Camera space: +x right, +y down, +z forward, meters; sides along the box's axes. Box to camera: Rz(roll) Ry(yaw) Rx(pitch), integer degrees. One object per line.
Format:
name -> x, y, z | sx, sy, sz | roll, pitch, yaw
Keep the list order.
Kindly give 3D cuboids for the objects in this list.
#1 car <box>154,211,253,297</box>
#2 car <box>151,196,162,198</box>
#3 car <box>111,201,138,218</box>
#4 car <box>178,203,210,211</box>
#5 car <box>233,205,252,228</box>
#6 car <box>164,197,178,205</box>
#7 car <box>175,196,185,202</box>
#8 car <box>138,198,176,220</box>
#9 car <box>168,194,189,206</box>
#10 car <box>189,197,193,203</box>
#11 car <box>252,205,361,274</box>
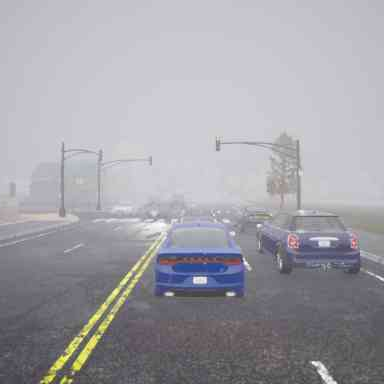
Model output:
car -> 0.167, 1.483, 8.628 | 1.882, 1.535, 5.008 | 0, 0, 0
car -> -5.260, 1.428, 47.949 | 2.097, 1.767, 4.553 | 0, 0, 3
car -> -6.037, 1.563, 30.551 | 1.812, 1.442, 4.674 | 0, 0, 2
car -> 0.322, 1.563, 18.441 | 2.033, 1.411, 5.357 | 0, 0, 1
car -> 3.613, 1.520, 19.873 | 1.837, 1.490, 4.892 | 0, 0, 1
car -> -4.114, 1.672, 65.412 | 2.033, 1.411, 5.357 | 0, 0, 5
car -> -2.881, 1.661, 80.292 | 1.837, 1.490, 4.892 | 0, 0, 5
car -> -2.860, 1.523, 28.255 | 2.128, 1.511, 4.902 | 0, 0, 2
car -> -2.000, 1.293, 48.344 | 2.150, 2.045, 5.566 | 0, 0, 3
car -> -0.826, 1.722, 65.751 | 1.895, 1.301, 4.718 | 0, 0, 5
car -> 3.448, 1.358, 10.722 | 2.097, 1.767, 4.553 | 0, 0, 1
